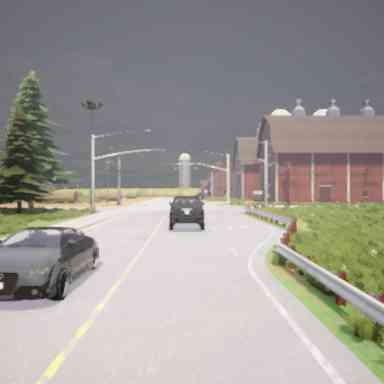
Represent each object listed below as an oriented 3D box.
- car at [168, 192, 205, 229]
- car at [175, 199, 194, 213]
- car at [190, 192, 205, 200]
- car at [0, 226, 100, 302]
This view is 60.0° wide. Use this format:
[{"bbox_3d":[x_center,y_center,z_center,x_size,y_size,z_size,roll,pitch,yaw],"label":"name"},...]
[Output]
[{"bbox_3d":[-0.345,1.214,21.460,2.150,2.045,5.566,0,0,-1],"label":"car"},{"bbox_3d":[-0.847,1.535,37.718,2.033,1.411,5.357,0,0,-2],"label":"car"},{"bbox_3d":[1.543,1.097,91.443,1.905,1.878,3.866,-8,4,-44],"label":"car"},{"bbox_3d":[-3.692,1.564,8.205,1.994,1.385,4.181,0,0,-1],"label":"car"}]
